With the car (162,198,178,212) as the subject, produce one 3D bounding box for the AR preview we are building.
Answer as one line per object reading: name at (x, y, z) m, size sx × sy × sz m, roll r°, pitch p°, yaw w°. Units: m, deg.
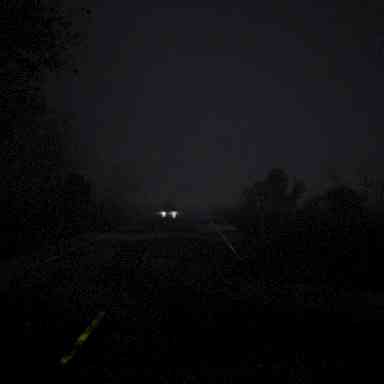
car at (-3.504, 2.030, 53.517) m, size 2.150 × 2.045 × 5.566 m, roll -1°, pitch -1°, yaw 0°
